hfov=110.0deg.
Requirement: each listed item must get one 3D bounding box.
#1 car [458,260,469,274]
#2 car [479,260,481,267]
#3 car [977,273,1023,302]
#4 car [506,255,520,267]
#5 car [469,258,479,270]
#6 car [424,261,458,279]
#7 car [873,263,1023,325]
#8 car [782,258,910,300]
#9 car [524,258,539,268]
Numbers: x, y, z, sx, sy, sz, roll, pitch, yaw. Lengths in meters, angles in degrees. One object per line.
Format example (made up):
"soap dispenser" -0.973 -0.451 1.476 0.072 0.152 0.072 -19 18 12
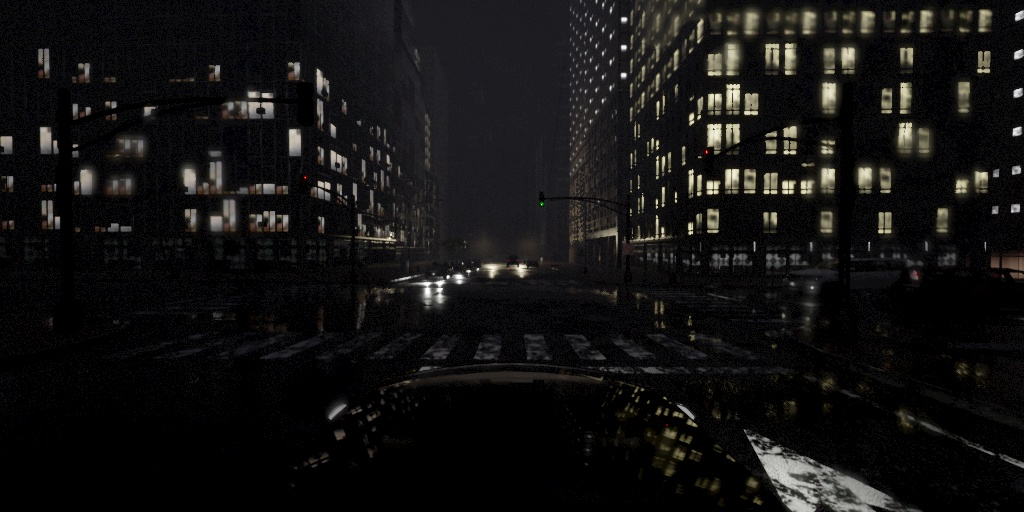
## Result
"car" -6.492 1.333 41.599 1.895 1.301 4.718 0 0 0
"car" -6.391 1.191 61.711 1.882 1.535 5.008 0 0 1
"car" 26.950 1.572 17.966 4.718 1.301 1.895 0 1 1
"car" 0.172 0.934 62.844 2.150 2.045 5.566 0 0 0
"car" -6.456 1.271 51.370 2.033 1.411 5.357 0 0 0
"car" -6.519 1.230 32.318 2.128 1.511 4.902 0 0 0
"car" 16.220 1.283 12.402 5.009 1.841 2.192 0 0 1
"car" 17.035 1.106 18.155 5.566 2.045 2.150 1 1 1
"car" 3.518 1.315 61.640 1.895 1.301 4.718 0 0 0
